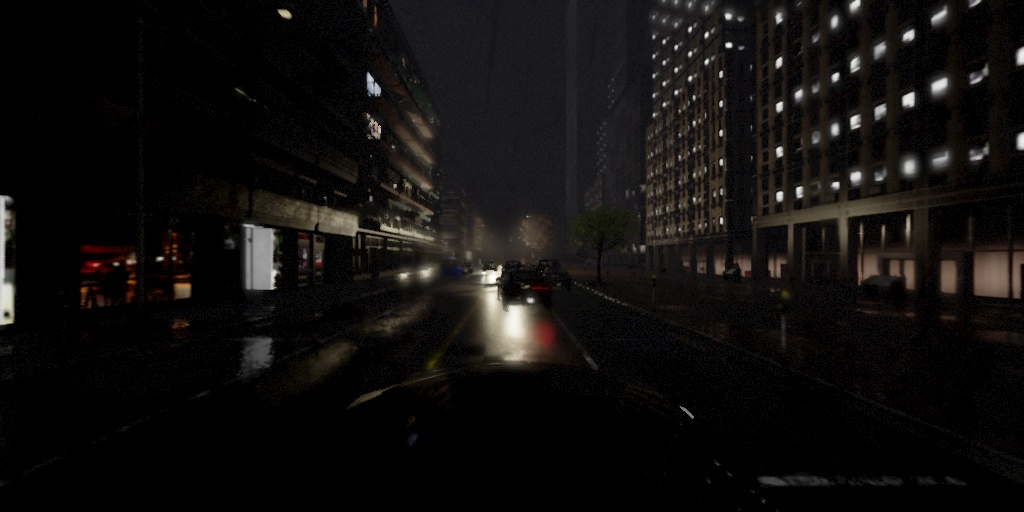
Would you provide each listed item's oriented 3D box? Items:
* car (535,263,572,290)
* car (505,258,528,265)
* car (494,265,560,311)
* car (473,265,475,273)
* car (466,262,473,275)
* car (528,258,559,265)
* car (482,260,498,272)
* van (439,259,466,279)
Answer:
[{"bbox_3d":[2.701,1.375,22.612,2.007,1.370,4.403,0,0,0],"label":"car"},{"bbox_3d":[0.110,1.215,33.228,2.097,1.767,4.553,0,0,0],"label":"car"},{"bbox_3d":[0.431,1.301,14.765,1.837,1.490,4.892,0,0,-5],"label":"car"},{"bbox_3d":[-5.669,1.478,44.708,1.948,1.339,4.313,0,0,0],"label":"car"},{"bbox_3d":[-5.672,1.414,39.015,1.751,1.417,4.829,0,0,0],"label":"car"},{"bbox_3d":[2.704,1.160,28.136,2.192,1.841,5.009,0,0,0],"label":"car"},{"bbox_3d":[-3.009,1.441,49.847,1.837,1.490,4.892,0,-1,1],"label":"car"},{"bbox_3d":[-5.674,1.207,33.662,1.690,1.789,3.998,0,0,0],"label":"van"}]
